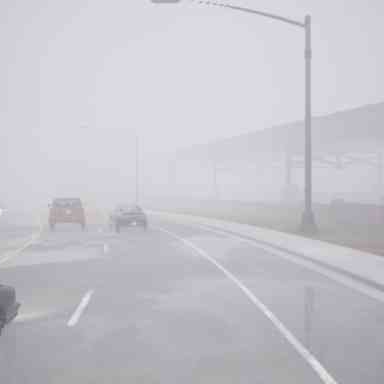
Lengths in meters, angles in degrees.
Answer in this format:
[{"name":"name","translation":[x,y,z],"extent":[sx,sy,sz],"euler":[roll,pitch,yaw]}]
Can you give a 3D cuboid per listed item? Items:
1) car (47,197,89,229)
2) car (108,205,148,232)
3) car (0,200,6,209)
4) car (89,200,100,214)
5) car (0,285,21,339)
[{"name":"car","translation":[-8.770,1.365,23.174],"extent":[2.150,2.045,5.566],"euler":[-1,0,-24]},{"name":"car","translation":[-4.065,1.558,20.790],"extent":[2.128,1.511,4.902],"euler":[-1,0,-21]},{"name":"car","translation":[-32.438,2.053,55.918],"extent":[2.128,1.511,4.902],"euler":[-1,0,-25]},{"name":"car","translation":[-11.641,1.658,37.438],"extent":[1.801,1.575,5.366],"euler":[-1,0,-26]},{"name":"car","translation":[-3.562,1.586,2.938],"extent":[2.033,1.411,5.357],"euler":[-1,0,-4]}]
